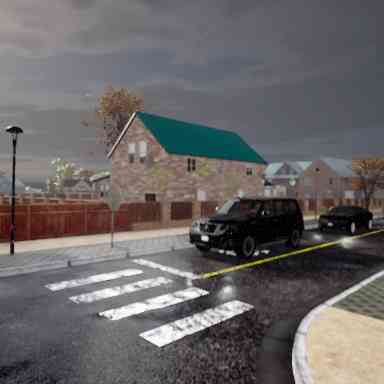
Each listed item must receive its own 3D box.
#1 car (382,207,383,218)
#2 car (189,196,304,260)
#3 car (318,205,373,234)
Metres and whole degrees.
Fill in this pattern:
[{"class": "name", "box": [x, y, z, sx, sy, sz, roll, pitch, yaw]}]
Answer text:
[{"class": "car", "box": [19.214, 1.436, 30.307, 2.150, 2.045, 5.566, 2, 1, 45]}, {"class": "car", "box": [2.362, 1.210, 13.001, 2.150, 2.045, 5.566, 2, 1, 44]}, {"class": "car", "box": [9.422, 1.560, 20.273, 1.882, 1.535, 5.008, 2, 1, 44]}]
